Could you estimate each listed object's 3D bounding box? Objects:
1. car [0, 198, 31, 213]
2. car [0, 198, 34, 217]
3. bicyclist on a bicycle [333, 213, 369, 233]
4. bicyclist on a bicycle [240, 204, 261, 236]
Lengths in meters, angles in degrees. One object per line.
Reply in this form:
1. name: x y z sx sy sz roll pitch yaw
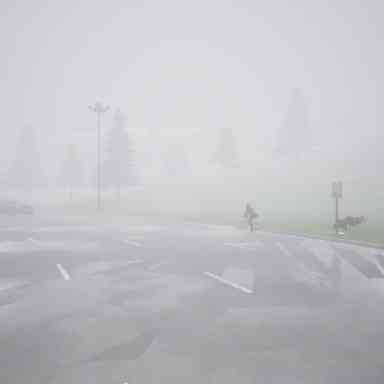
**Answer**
1. car: -20.564 1.504 37.349 4.892 1.490 1.837 0 0 27
2. car: -16.767 1.526 31.301 4.674 1.442 1.812 0 0 34
3. bicyclist on a bicycle: 7.841 1.597 16.545 1.620 1.656 0.582 -1 45 -13
4. bicyclist on a bicycle: 3.053 1.450 17.514 0.582 1.620 1.656 0 -1 -31
